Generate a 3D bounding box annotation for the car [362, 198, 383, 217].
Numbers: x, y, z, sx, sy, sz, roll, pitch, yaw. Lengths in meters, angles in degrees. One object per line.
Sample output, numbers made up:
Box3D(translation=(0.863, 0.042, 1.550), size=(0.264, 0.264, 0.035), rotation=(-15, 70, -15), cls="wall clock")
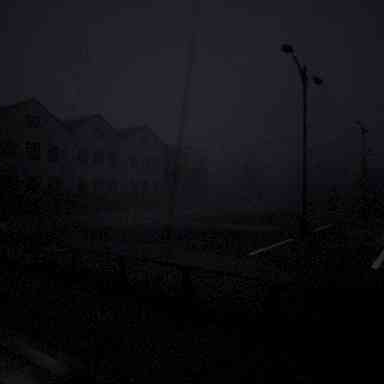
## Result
Box3D(translation=(15.138, 1.294, 27.015), size=(2.007, 1.523, 4.514), rotation=(0, 0, 35), cls="car")
